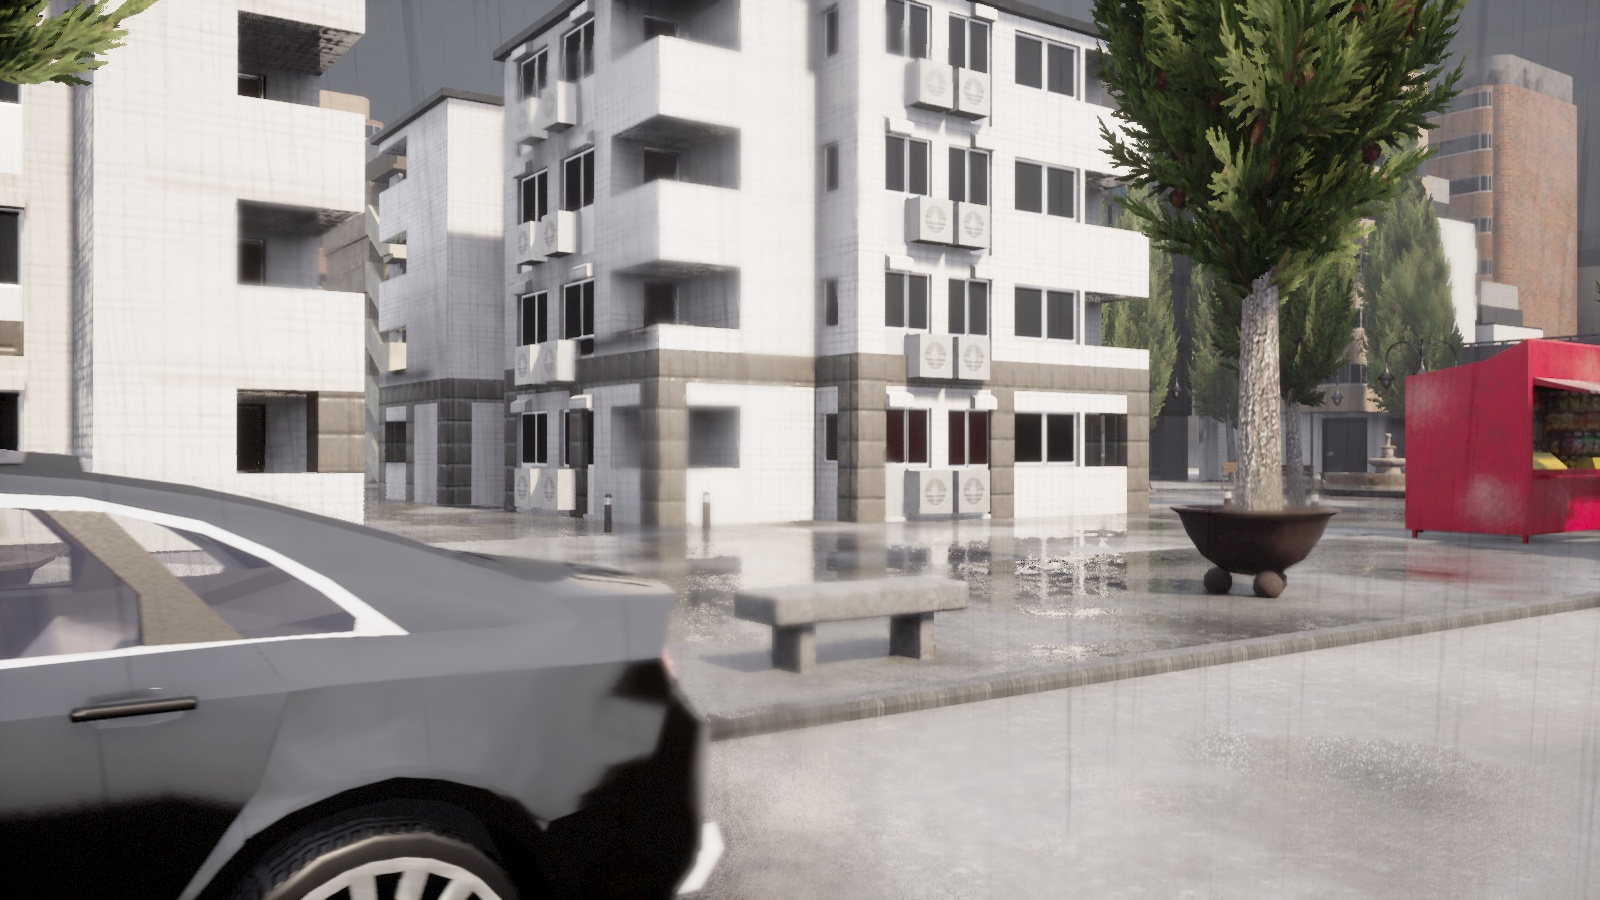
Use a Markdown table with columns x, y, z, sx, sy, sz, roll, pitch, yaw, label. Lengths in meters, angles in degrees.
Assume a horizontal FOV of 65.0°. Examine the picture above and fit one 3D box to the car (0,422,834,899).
| x | y | z | sx | sy | sz | roll | pitch | yaw | label |
| --- | --- | --- | --- | --- | --- | --- | --- | --- | --- |
| -2.538 | 0.713 | 2.503 | 4.902 | 1.511 | 2.128 | 0 | 0 | -35 | car |
